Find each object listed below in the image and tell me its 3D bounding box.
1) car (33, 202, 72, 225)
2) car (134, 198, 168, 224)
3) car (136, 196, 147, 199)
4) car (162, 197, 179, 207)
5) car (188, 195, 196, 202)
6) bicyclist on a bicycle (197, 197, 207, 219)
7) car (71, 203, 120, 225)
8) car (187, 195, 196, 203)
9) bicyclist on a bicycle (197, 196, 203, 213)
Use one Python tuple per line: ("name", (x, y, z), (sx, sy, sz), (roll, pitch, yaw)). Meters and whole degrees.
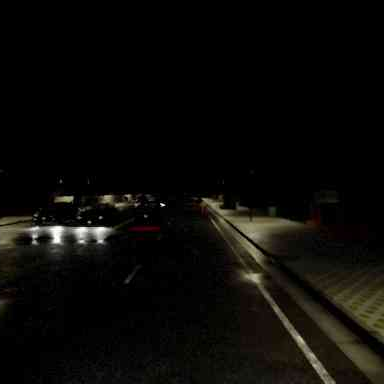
("car", (-9.853, 1.513, 24.541), (1.837, 1.490, 4.892), (0, 0, 0))
("car", (-3.156, 1.486, 25.142), (1.882, 1.535, 5.008), (0, 0, 0))
("car", (-9.776, 1.529, 65.490), (1.837, 1.490, 4.892), (0, 0, 0))
("car", (-3.164, 1.500, 51.740), (1.882, 1.535, 5.008), (0, 0, 0))
("car", (-0.020, 1.571, 81.377), (1.812, 1.442, 4.674), (0, 0, 0))
("bicyclist on a bicycle", (0.886, 1.446, 28.281), (0.866, 1.612, 1.509), (0, 1, 0))
("car", (-6.606, 1.556, 24.087), (2.033, 1.411, 5.357), (0, 0, 0))
("car", (-0.018, 1.559, 70.423), (2.128, 1.511, 4.902), (0, 0, 0))
("bicyclist on a bicycle", (0.884, 1.386, 37.059), (0.659, 1.776, 1.843), (0, 0, 0))
